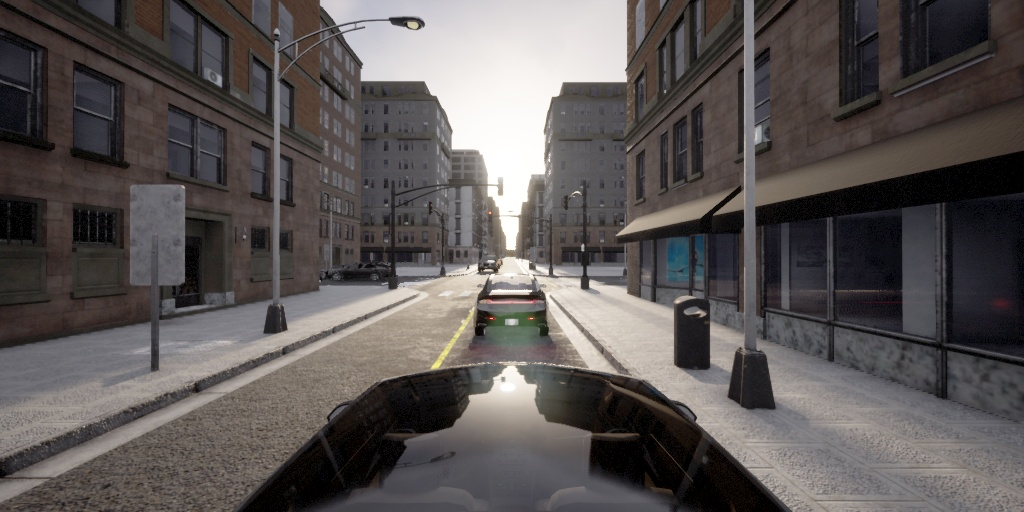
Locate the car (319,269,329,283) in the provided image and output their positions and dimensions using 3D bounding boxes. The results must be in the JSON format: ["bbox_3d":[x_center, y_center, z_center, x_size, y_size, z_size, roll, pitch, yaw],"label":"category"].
[{"bbox_3d":[-14.783,1.288,23.466,4.313,1.339,1.948,0,0,0],"label":"car"}]

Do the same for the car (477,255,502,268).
[{"bbox_3d":[-2.849,0.937,44.075,2.150,2.045,5.566,0,1,3],"label":"car"}]

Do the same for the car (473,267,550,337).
[{"bbox_3d":[-0.005,1.241,10.330,2.128,1.511,4.902,0,0,0],"label":"car"}]

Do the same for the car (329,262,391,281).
[{"bbox_3d":[-12.203,1.254,28.925,4.892,1.490,1.837,0,1,-2],"label":"car"}]
